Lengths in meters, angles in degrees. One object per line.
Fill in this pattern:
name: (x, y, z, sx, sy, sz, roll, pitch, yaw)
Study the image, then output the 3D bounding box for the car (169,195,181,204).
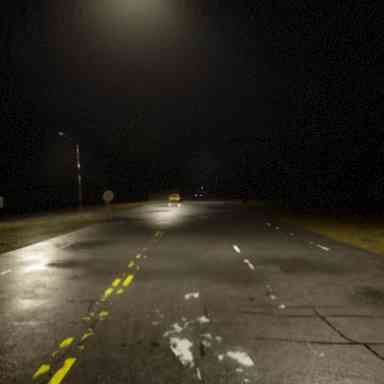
car: (-3.036, 1.240, 59.072, 1.882, 1.535, 5.008, 0, 1, 2)
